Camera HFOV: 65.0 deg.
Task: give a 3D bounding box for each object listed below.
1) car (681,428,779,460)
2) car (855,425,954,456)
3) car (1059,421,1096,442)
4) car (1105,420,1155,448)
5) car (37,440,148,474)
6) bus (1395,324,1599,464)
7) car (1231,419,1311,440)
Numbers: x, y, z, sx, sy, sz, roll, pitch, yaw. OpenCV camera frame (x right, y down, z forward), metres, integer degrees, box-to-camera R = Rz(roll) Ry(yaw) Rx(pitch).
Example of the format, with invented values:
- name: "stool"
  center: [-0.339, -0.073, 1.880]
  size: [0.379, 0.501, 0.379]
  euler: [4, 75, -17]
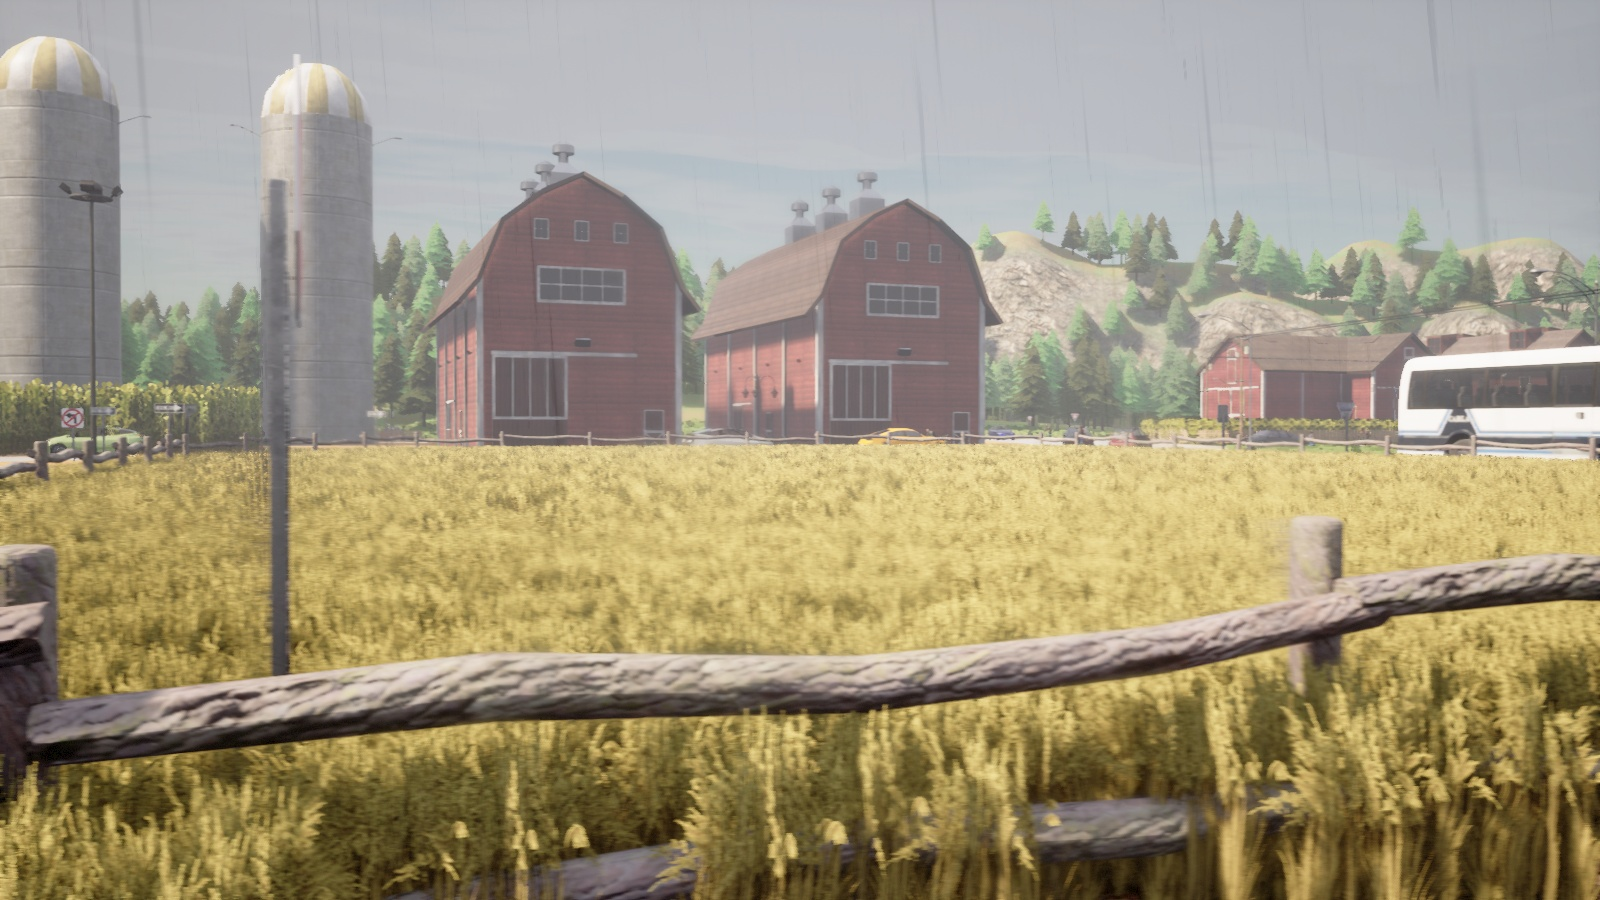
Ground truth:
- name: "car"
  center: [-3.562, -0.327, 63.816]
  size: [4.514, 1.525, 2.007]
  euler: [-2, 1, -24]
- name: "car"
  center: [5.635, -0.551, 67.727]
  size: [5.008, 1.535, 1.882]
  euler: [-2, 1, -19]
- name: "car"
  center: [20.269, -1.380, 91.826]
  size: [2.163, 1.488, 4.792]
  euler: [-1, 1, 7]
- name: "car"
  center: [19.055, -0.927, 72.395]
  size: [1.789, 1.549, 3.705]
  euler: [0, 2, 31]
- name: "car"
  center: [-35.075, 0.313, 62.378]
  size: [4.514, 1.525, 2.007]
  euler: [-2, 1, -20]
- name: "bus"
  center: [25.278, -1.774, 41.441]
  size: [3.944, 4.253, 10.273]
  euler: [-2, 1, -21]
- name: "car"
  center: [33.992, -1.481, 90.678]
  size: [5.357, 1.411, 2.033]
  euler: [-1, 1, -20]
